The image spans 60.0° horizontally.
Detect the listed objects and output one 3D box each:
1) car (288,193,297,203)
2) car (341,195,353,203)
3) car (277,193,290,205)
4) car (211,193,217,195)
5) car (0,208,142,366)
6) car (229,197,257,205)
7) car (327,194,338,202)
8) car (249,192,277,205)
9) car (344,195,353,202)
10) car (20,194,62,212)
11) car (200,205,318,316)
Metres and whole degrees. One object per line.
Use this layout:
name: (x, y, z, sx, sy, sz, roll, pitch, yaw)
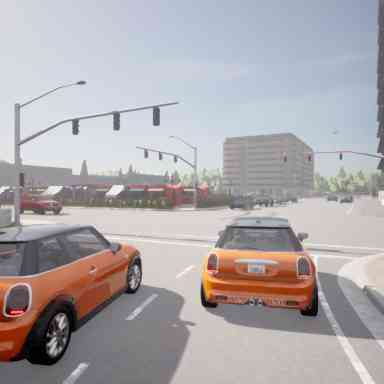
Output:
car: (20.652, 1.225, 69.738, 2.150, 2.045, 5.566, 0, 0, 27)
car: (31.147, 1.595, 67.150, 1.895, 1.301, 4.718, 0, 0, 27)
car: (15.713, 1.491, 60.382, 2.128, 1.511, 4.902, 0, 0, 28)
car: (5.058, 1.208, 86.961, 4.605, 1.855, 1.932, 0, 0, 28)
car: (-2.494, 1.352, 6.118, 2.097, 1.767, 4.553, 0, 0, 10)
car: (6.377, 1.601, 42.527, 1.895, 1.301, 4.718, 0, 0, 28)
car: (33.550, 1.355, 79.364, 2.097, 1.767, 4.553, 0, 0, 27)
car: (11.095, 1.221, 51.558, 2.150, 2.045, 5.566, 0, 0, 28)
car: (36.687, 1.499, 77.809, 1.837, 1.490, 4.892, 0, 0, 27)
car: (-16.132, 1.277, 34.793, 5.566, 2.045, 2.150, 0, 0, 28)
car: (1.622, 1.352, 7.828, 2.097, 1.767, 4.553, 0, 0, 14)
